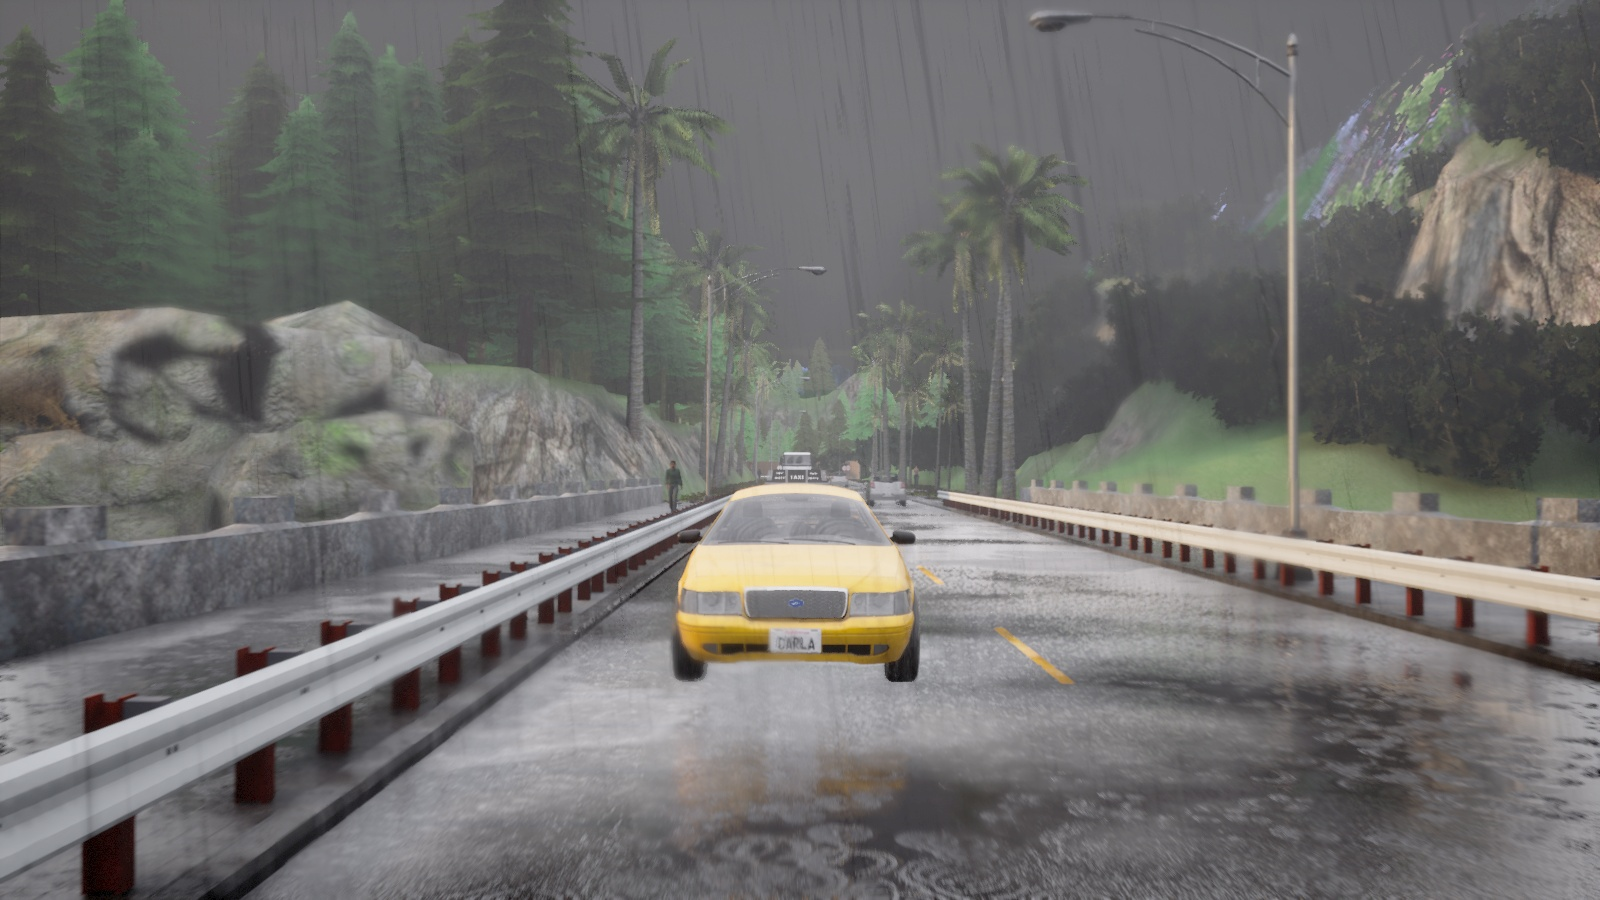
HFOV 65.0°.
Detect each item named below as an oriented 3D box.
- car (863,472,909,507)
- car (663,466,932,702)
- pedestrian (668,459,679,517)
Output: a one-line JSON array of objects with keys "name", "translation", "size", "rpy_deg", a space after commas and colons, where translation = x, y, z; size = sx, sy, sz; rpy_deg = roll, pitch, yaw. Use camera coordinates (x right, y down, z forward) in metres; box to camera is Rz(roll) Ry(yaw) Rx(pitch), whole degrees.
[{"name": "car", "translation": [3.877, 1.771, 57.253], "size": [1.845, 1.501, 3.633], "rpy_deg": [0, -1, 0]}, {"name": "car", "translation": [-0.024, 0.939, 11.114], "size": [1.801, 1.575, 5.366], "rpy_deg": [0, -1, 0]}, {"name": "pedestrian", "translation": [-4.058, 1.217, 40.364], "size": [0.353, 1.847, 0.614], "rpy_deg": [0, -1, -6]}]
